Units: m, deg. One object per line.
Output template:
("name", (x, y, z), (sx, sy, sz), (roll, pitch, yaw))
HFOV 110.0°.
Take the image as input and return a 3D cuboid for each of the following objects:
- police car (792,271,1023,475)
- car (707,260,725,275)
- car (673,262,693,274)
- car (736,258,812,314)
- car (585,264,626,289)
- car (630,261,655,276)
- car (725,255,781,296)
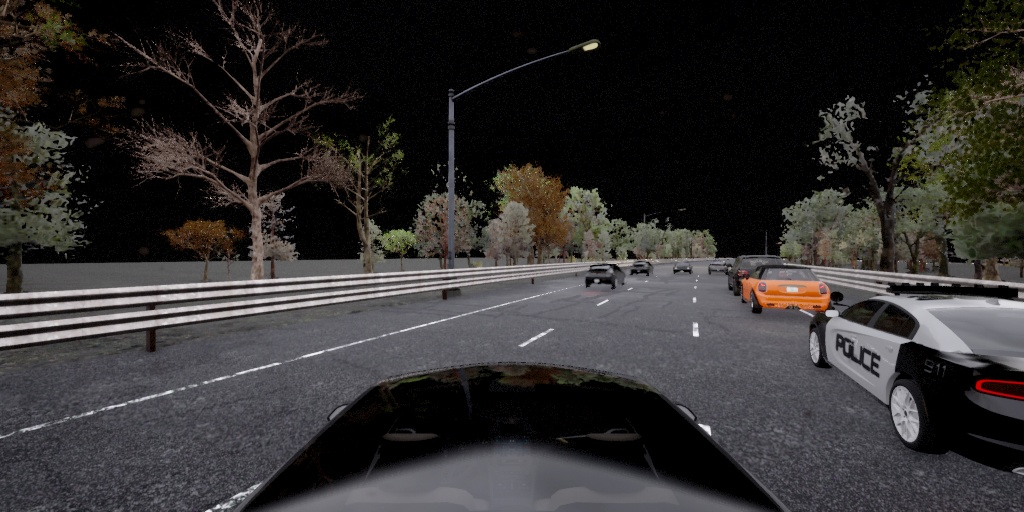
("police car", (5.624, 1.175, 4.721), (1.930, 1.638, 5.238), (0, 0, 26))
("car", (22.585, 1.260, 39.278), (2.128, 1.511, 4.902), (0, 0, 30))
("car", (19.470, 1.369, 40.747), (1.895, 1.301, 4.718), (0, 0, 29))
("car", (9.979, 1.102, 13.428), (2.097, 1.767, 4.553), (0, 0, 27))
("car", (6.150, 1.254, 23.320), (1.837, 1.490, 4.892), (0, -1, 28))
("car", (13.595, 1.267, 37.295), (1.837, 1.490, 4.892), (0, 0, 29))
("car", (12.711, 0.978, 18.753), (2.150, 2.045, 5.566), (0, 0, 27))
